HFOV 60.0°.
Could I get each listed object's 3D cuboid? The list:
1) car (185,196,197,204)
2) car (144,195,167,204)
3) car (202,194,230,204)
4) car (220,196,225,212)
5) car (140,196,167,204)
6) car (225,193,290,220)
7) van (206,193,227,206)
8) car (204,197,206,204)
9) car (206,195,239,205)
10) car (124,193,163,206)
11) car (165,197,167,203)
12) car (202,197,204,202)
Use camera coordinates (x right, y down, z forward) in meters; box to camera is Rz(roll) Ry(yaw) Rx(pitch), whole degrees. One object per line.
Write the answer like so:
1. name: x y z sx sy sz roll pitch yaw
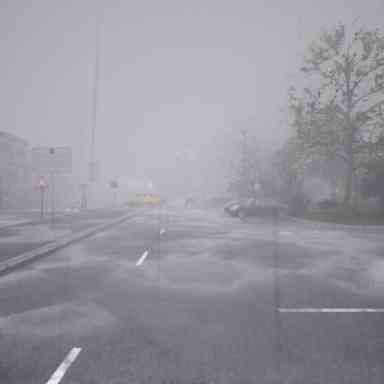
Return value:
1. car: -0.257 1.510 61.419 1.837 1.490 4.892 0 -1 0
2. car: -7.502 1.522 68.543 4.553 1.767 2.185 0 -1 -1
3. car: 4.733 1.351 66.533 5.566 2.045 2.435 0 -1 -1
4. car: 5.061 1.340 29.103 4.674 1.452 2.002 0 0 0
5. car: -7.490 1.575 65.505 5.008 1.535 2.097 0 -1 -1
6. car: 5.132 1.192 25.932 4.553 1.767 2.185 0 0 0
7. van: 4.805 1.087 49.898 4.442 1.987 1.878 0 -1 0
8. car: 5.084 1.341 52.692 5.366 1.575 1.946 0 -1 0
9. car: 5.063 1.376 55.353 5.366 1.575 1.946 0 -1 0
10. car: -7.536 1.312 50.444 5.366 1.575 1.946 0 -1 0
11. car: -7.429 1.254 62.594 5.566 2.045 2.435 0 -1 -1
12. car: 4.789 1.540 63.859 4.892 1.521 2.231 0 -1 -1
